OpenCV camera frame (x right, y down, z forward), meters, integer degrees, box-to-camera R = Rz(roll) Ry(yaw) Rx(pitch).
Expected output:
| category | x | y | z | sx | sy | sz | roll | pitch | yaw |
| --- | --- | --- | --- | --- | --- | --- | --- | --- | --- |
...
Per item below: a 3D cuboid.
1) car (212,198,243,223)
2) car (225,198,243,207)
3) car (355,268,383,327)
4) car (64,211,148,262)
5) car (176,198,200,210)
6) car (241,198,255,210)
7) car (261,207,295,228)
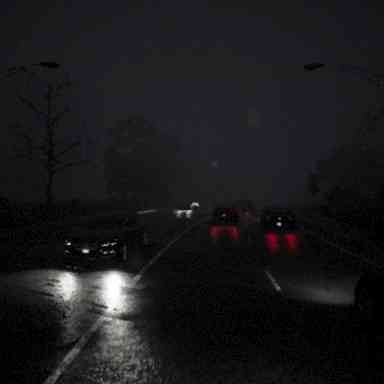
| category | x | y | z | sx | sy | sz | roll | pitch | yaw |
| --- | --- | --- | --- | --- | --- | --- | --- | --- | --- |
| car | 2.703 | 1.487 | 25.737 | 1.882 | 1.535 | 5.008 | 0 | 0 | 10 |
| car | 6.791 | 1.619 | 53.367 | 1.895 | 1.301 | 4.718 | 0 | 0 | 22 |
| car | 3.784 | 1.534 | 4.048 | 1.812 | 1.442 | 4.674 | 0 | 0 | 2 |
| car | -2.907 | 1.498 | 12.229 | 1.837 | 1.490 | 4.892 | 0 | 0 | 6 |
| car | -0.410 | 1.541 | 43.415 | 2.033 | 1.411 | 5.357 | 0 | 0 | 17 |
| car | 6.845 | 1.514 | 42.392 | 2.128 | 1.511 | 4.902 | 0 | 0 | 17 |
| car | 5.580 | 1.618 | 22.124 | 1.895 | 1.301 | 4.718 | 0 | 0 | 9 |
